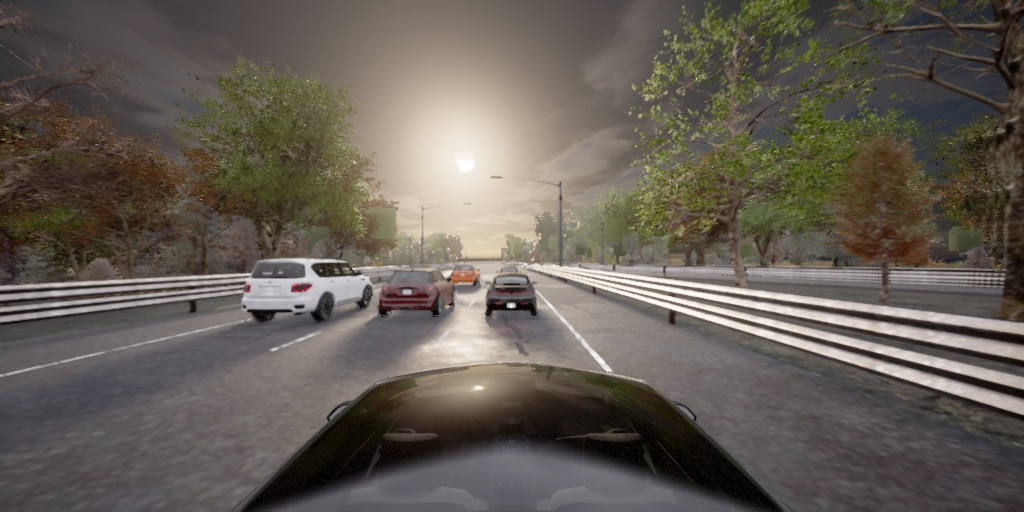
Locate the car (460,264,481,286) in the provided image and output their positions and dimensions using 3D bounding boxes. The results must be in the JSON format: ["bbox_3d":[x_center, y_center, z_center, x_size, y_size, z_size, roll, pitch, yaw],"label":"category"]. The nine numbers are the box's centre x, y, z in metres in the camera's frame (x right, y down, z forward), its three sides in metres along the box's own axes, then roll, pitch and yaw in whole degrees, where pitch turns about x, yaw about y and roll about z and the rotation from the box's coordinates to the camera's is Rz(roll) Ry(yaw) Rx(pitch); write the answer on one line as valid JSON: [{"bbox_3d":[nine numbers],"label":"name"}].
[{"bbox_3d":[-3.741,1.444,29.215,2.097,1.767,4.553,0,-1,-1],"label":"car"}]

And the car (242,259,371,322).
[{"bbox_3d":[-7.025,1.113,13.082,2.150,2.045,5.566,0,0,0],"label":"car"}]

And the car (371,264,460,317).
[{"bbox_3d":[-3.527,1.253,14.165,2.097,1.767,4.553,0,-1,0],"label":"car"}]

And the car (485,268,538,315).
[{"bbox_3d":[-0.025,1.408,14.283,1.837,1.490,4.892,0,0,0],"label":"car"}]

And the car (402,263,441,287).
[{"bbox_3d":[-7.239,1.444,29.147,2.097,1.767,4.553,0,-1,-1],"label":"car"}]
